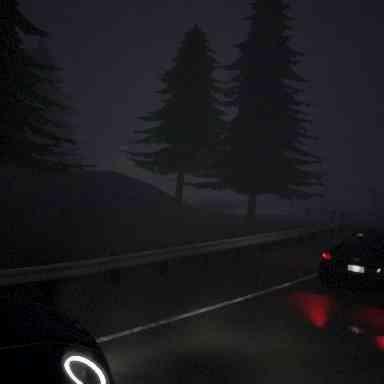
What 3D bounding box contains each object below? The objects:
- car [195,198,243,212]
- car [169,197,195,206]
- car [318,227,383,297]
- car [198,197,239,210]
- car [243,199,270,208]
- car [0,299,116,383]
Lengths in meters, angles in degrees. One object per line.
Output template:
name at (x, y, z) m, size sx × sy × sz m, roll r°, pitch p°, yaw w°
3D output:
car at (3.124, 1.598, 39.168) m, size 4.718 × 1.301 × 1.895 m, roll 0°, pitch 0°, yaw 35°
car at (-1.397, 1.545, 55.107) m, size 4.718 × 1.301 × 1.895 m, roll 0°, pitch 0°, yaw 35°
car at (4.908, 1.564, 8.243) m, size 4.181 × 1.385 × 1.994 m, roll 0°, pitch 0°, yaw -42°
car at (3.449, 1.483, 43.202) m, size 4.902 × 1.511 × 2.128 m, roll 0°, pitch 0°, yaw 35°
car at (8.808, 1.597, 48.005) m, size 4.718 × 1.301 × 1.895 m, roll 0°, pitch 0°, yaw 35°
car at (-2.773, 1.352, 2.049) m, size 4.553 × 1.767 × 2.097 m, roll 0°, pitch 0°, yaw -35°
